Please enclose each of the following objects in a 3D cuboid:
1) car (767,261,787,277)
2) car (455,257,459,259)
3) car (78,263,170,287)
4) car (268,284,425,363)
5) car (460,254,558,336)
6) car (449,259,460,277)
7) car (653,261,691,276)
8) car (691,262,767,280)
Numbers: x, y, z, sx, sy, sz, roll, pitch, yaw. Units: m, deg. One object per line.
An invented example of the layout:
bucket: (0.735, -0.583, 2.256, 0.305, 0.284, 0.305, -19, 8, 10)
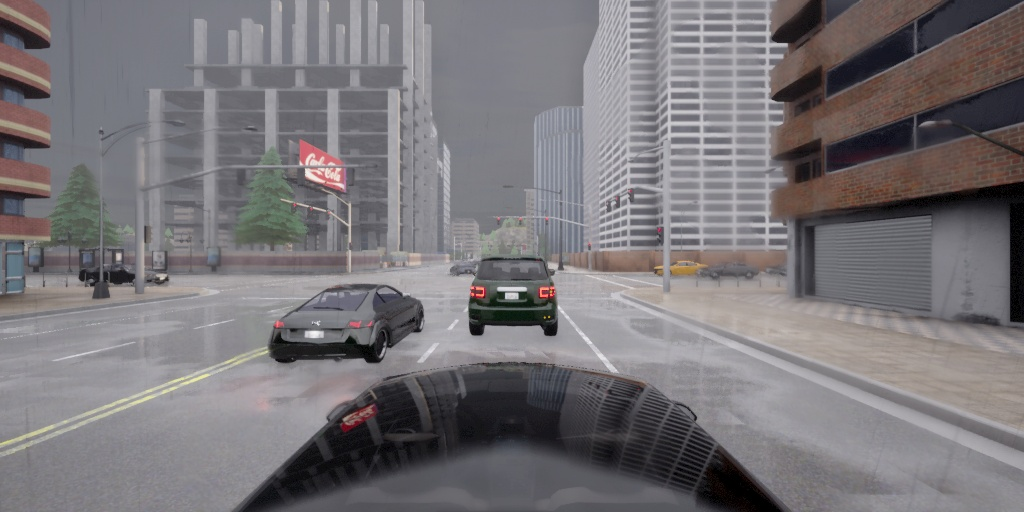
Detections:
car: (27.270, 1.240, 34.731, 4.902, 1.511, 2.128, 0, 0, 0)
car: (-6.815, 1.242, 51.680, 2.128, 1.511, 4.902, 0, 0, 0)
car: (-25.911, 1.241, 24.062, 4.902, 1.511, 2.128, 0, 0, 0)
car: (-3.375, 1.314, 8.156, 1.994, 1.385, 4.181, 0, 0, 0)
car: (0.102, 0.971, 10.543, 2.150, 2.045, 5.566, 0, 0, 2)
car: (-4.910, 1.314, 35.645, 1.994, 1.385, 4.181, 0, 0, -24)
car: (16.305, 1.227, 34.746, 5.008, 1.535, 1.882, 0, 0, 0)
car: (18.782, 1.241, 31.245, 4.902, 1.511, 2.128, 0, 0, 0)
